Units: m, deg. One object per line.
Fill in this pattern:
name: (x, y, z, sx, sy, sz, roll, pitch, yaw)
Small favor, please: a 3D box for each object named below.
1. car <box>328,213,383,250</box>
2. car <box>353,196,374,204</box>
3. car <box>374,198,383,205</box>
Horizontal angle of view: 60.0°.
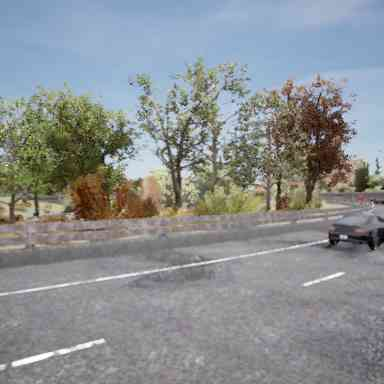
car: (7.787, 1.668, 15.007, 4.674, 1.442, 1.812, 0, 0, -43)
car: (40.282, 1.945, 79.274, 2.150, 2.045, 5.566, 0, 0, 5)
car: (43.751, 2.239, 78.815, 1.837, 1.490, 4.892, 0, 0, 5)
